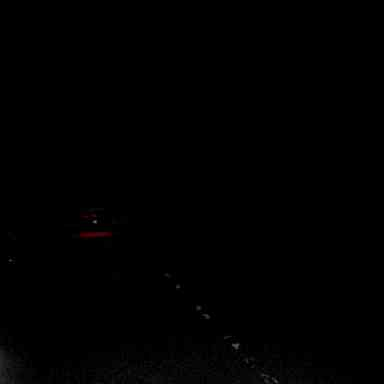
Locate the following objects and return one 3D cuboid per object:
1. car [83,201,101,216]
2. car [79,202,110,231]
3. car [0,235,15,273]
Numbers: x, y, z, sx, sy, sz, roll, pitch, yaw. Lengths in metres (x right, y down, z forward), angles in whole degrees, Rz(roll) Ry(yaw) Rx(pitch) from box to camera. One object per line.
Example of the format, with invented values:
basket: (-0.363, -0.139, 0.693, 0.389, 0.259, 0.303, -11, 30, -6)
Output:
car: (-12.174, 1.966, 40.484, 1.837, 1.490, 4.892, -2, 0, -17)
car: (-6.844, 1.735, 23.283, 1.882, 1.535, 5.008, -2, 0, -17)
car: (-6.065, 1.764, 8.661, 2.033, 1.411, 5.357, -2, 0, -17)
